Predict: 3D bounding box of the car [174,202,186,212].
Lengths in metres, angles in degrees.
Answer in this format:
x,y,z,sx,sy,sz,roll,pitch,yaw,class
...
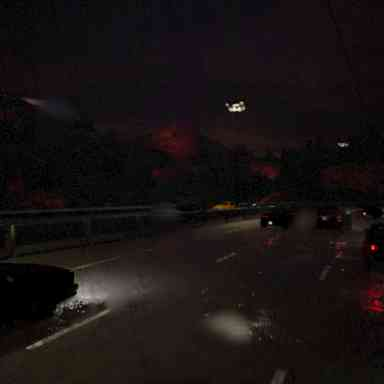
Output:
x,y,z,sx,sy,sz,roll,pitch,yaw,class
-0.865,2.266,50.177,1.994,1.385,4.181,-1,-1,39,car

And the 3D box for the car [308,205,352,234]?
x,y,z,sx,sy,sz,roll,pitch,yaw,class
9.126,1.654,21.811,2.097,1.767,4.553,-1,-1,32,car

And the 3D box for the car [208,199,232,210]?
x,y,z,sx,sy,sz,roll,pitch,yaw,class
4.799,2.126,46.050,1.882,1.535,5.008,-1,-1,39,car

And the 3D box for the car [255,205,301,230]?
x,y,z,sx,sy,sz,roll,pitch,yaw,class
6.550,1.842,24.294,1.837,1.490,4.892,-1,-1,33,car

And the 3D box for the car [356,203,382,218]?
x,y,z,sx,sy,sz,roll,pitch,yaw,class
18.797,1.985,35.217,1.837,1.490,4.892,-1,-2,39,car

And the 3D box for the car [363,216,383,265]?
x,y,z,sx,sy,sz,roll,pitch,yaw,class
7.207,1.765,11.857,1.895,1.301,4.718,0,-1,29,car

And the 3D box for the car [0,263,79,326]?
x,y,z,sx,sy,sz,roll,pitch,yaw,class
-4.207,1.620,4.865,2.033,1.411,5.357,0,-1,25,car

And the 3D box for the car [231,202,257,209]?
x,y,z,sx,sy,sz,roll,pitch,yaw,class
7.493,2.178,43.814,1.994,1.385,4.181,-1,-1,39,car

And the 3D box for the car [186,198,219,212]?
x,y,z,sx,sy,sz,roll,pitch,yaw,class
2.115,1.902,48.302,2.150,2.045,5.566,-1,-1,39,car
